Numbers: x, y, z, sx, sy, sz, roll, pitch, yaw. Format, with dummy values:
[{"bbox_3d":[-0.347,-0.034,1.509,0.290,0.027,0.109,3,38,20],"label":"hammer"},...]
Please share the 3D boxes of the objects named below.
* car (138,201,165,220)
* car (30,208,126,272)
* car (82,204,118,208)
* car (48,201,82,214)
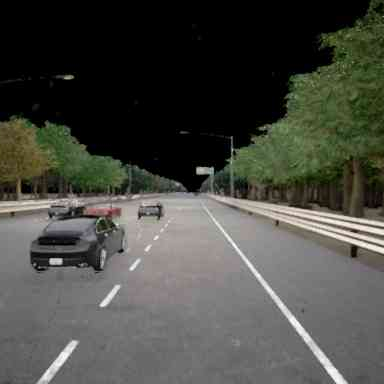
[{"bbox_3d":[-3.353,1.463,27.926,2.128,1.511,4.902,0,0,0],"label":"car"},{"bbox_3d":[-3.390,1.482,10.715,1.837,1.490,4.892,0,0,0],"label":"car"},{"bbox_3d":[-6.857,1.573,26.421,1.895,1.301,4.718,0,0,0],"label":"car"},{"bbox_3d":[-10.353,1.463,27.945,2.128,1.511,4.902,0,0,0],"label":"car"}]
